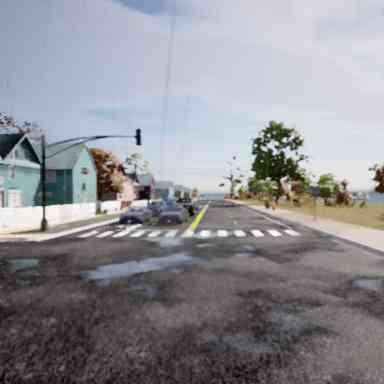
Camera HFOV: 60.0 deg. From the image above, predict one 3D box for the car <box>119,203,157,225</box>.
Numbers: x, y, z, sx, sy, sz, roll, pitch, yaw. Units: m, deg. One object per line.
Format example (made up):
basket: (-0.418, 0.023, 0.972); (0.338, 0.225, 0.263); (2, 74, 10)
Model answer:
car: (-4.646, 1.904, 28.184); (2.033, 1.411, 5.357); (-1, -1, 4)

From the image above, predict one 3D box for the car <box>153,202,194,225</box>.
car: (-1.403, 1.848, 27.622); (2.033, 1.411, 5.357); (-1, -1, 7)

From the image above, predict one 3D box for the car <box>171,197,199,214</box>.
car: (-0.760, 1.620, 37.860); (2.150, 2.045, 5.566); (-1, -1, 3)

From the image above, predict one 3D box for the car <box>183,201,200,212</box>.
car: (0.004, 2.056, 49.209); (2.033, 1.411, 5.357); (-1, -1, 4)

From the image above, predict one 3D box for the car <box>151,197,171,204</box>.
car: (-3.996, 1.803, 38.121); (2.097, 1.767, 4.553); (-1, -1, 4)
